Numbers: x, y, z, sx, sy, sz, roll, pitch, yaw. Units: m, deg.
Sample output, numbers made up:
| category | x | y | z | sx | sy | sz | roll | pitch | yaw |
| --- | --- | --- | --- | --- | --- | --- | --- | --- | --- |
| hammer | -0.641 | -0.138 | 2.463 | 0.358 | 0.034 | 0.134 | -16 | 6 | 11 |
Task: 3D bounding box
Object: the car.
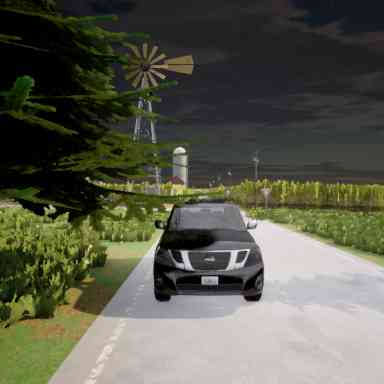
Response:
| category | x | y | z | sx | sy | sz | roll | pitch | yaw |
| --- | --- | --- | --- | --- | --- | --- | --- | --- | --- |
| car | 0.333 | 1.221 | 8.675 | 2.150 | 2.045 | 5.566 | 0 | 0 | 0 |
